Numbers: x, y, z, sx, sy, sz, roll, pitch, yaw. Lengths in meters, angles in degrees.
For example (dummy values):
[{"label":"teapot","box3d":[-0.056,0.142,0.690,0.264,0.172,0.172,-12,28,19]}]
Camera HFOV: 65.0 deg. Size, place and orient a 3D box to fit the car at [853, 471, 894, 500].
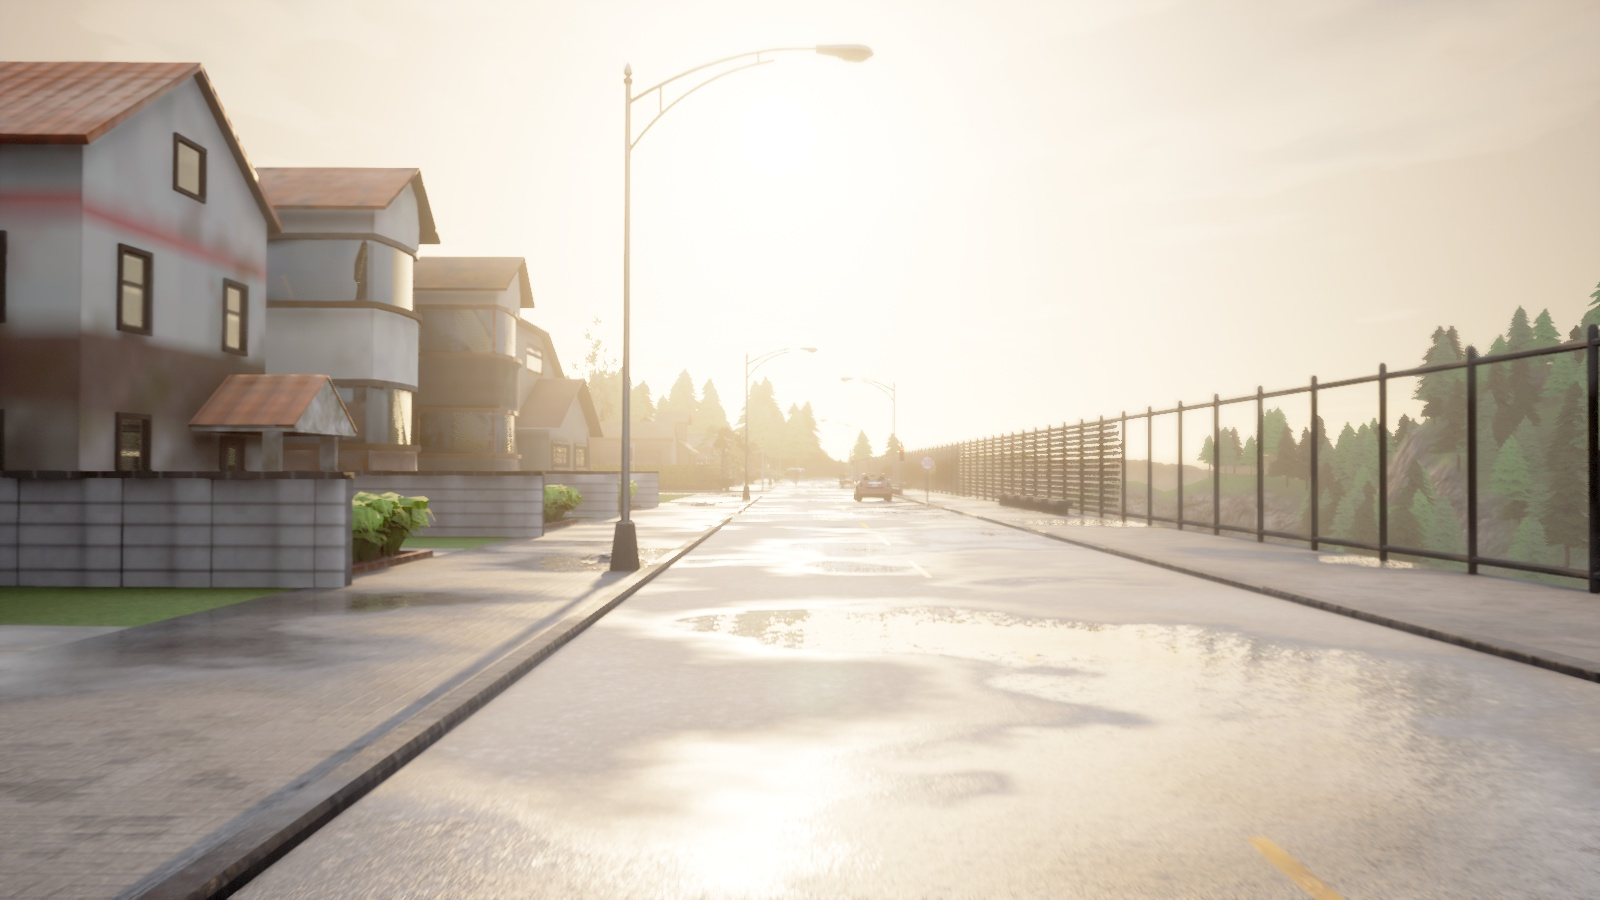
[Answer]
[{"label":"car","box3d":[3.853,1.878,66.393,1.970,1.475,3.806,0,-1,0]}]
